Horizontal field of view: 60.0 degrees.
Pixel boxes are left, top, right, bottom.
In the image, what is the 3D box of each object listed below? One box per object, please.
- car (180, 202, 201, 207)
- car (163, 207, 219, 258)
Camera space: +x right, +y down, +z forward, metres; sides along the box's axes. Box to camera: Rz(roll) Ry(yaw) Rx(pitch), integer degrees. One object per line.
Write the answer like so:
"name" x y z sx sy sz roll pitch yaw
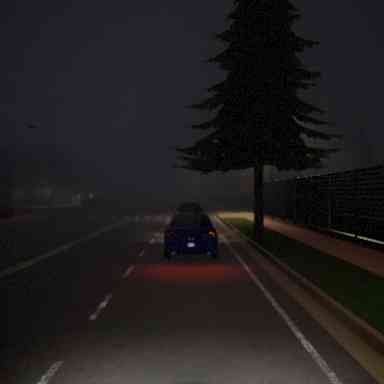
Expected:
"car" -0.128 1.484 23.562 2.097 1.767 4.553 0 0 -1
"car" -0.042 1.552 13.102 1.882 1.535 5.008 0 0 0
